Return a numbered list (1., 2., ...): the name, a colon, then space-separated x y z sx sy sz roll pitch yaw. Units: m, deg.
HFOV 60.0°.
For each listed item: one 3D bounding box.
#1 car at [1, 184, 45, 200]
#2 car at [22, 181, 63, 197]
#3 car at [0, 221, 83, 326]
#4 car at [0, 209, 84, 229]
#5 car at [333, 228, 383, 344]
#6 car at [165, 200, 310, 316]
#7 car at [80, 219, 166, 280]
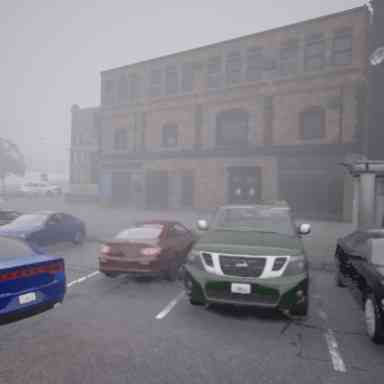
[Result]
1. car: -21.735 0.173 42.179 4.674 1.452 2.002 1 6 7
2. car: -20.341 -0.405 44.827 5.566 2.045 2.435 1 6 7
3. car: -4.555 1.471 6.502 5.008 1.535 1.882 0 0 35
4. car: -5.981 1.507 13.159 2.002 1.452 4.674 1 -1 14
5. car: 3.962 1.479 6.290 2.097 1.535 5.008 1 -1 15
6. car: 1.488 1.224 8.000 2.435 2.045 5.566 1 -1 15
7. car: -0.998 1.513 9.751 2.002 1.452 4.674 0 -1 14
